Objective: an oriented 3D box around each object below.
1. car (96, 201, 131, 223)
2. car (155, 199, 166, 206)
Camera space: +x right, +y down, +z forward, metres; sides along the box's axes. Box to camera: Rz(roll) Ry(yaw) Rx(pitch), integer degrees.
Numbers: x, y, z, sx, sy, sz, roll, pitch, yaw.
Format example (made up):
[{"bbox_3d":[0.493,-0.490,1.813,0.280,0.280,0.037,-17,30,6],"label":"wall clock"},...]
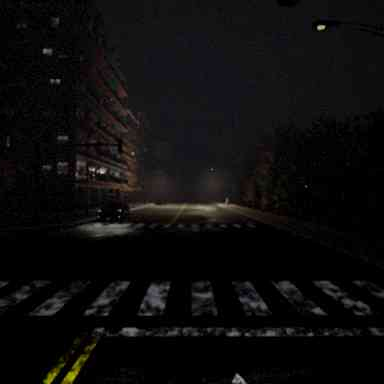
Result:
[{"bbox_3d":[-6.498,1.564,28.072,2.097,1.767,4.553,0,-1,0],"label":"car"},{"bbox_3d":[-6.500,2.147,68.686,1.837,1.490,4.892,0,-1,0],"label":"car"}]
